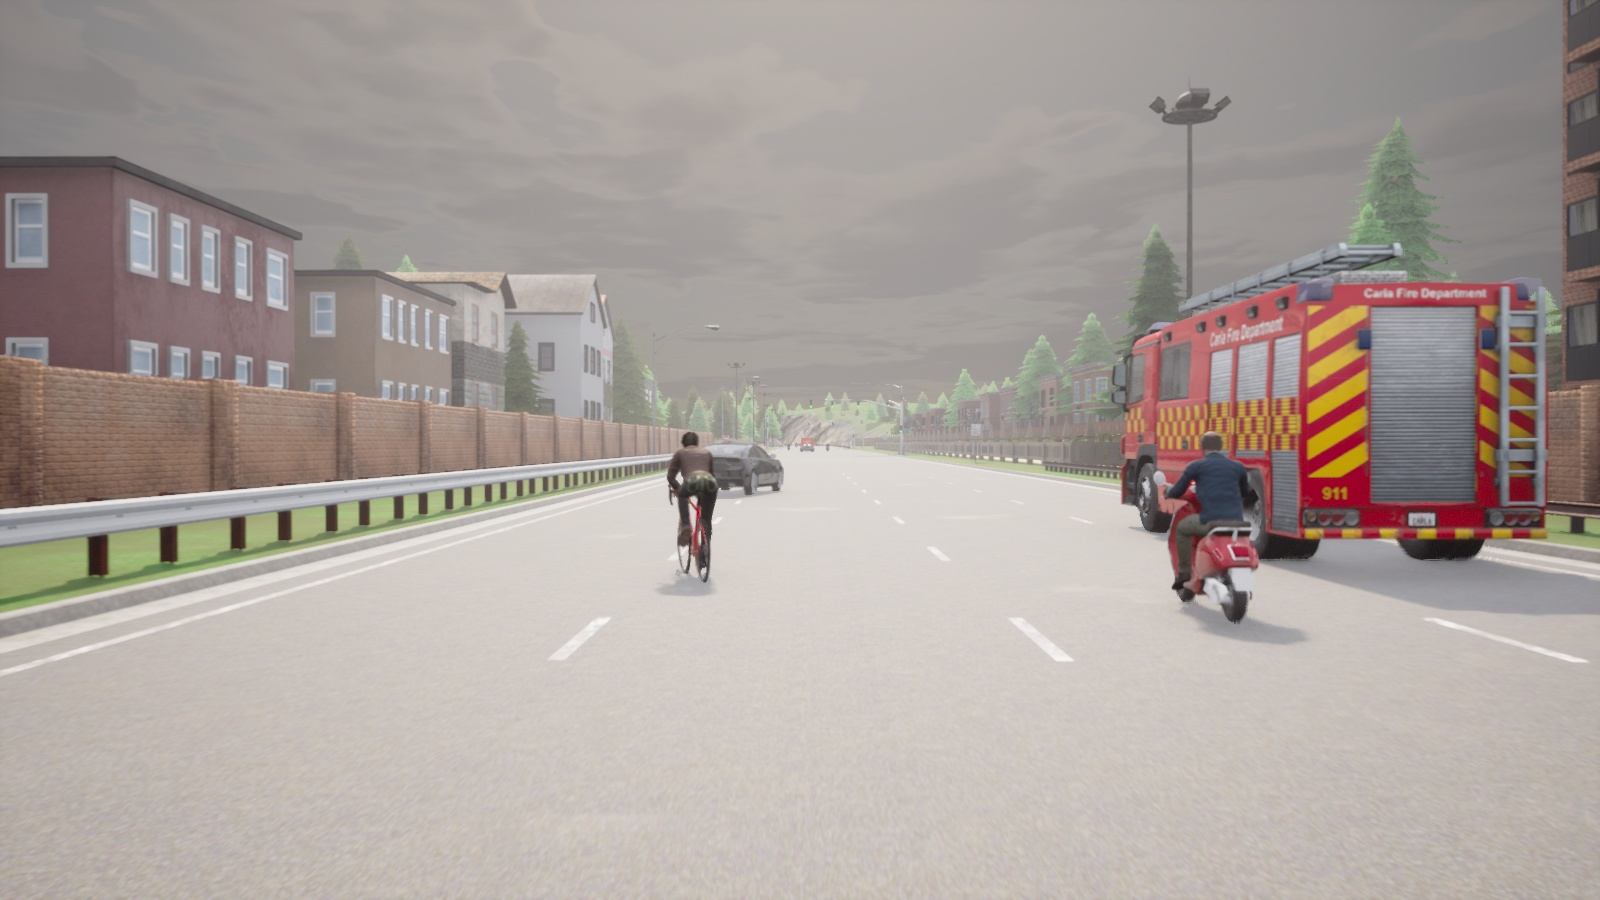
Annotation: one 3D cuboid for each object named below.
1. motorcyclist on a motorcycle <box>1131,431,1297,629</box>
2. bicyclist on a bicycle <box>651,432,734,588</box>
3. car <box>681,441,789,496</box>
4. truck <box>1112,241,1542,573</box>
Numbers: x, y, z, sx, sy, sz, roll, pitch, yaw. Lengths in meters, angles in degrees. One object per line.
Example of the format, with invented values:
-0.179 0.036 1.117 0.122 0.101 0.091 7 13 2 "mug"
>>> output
3.578 0.640 11.029 0.866 1.590 1.817 0 0 0 "motorcyclist on a motorcycle"
-1.211 0.620 13.918 0.582 1.620 1.656 0 0 -17 "bicyclist on a bicycle"
-1.849 0.511 37.577 1.882 1.535 5.008 0 0 14 "car"
7.123 -0.518 18.715 2.891 3.827 8.468 0 0 0 "truck"
